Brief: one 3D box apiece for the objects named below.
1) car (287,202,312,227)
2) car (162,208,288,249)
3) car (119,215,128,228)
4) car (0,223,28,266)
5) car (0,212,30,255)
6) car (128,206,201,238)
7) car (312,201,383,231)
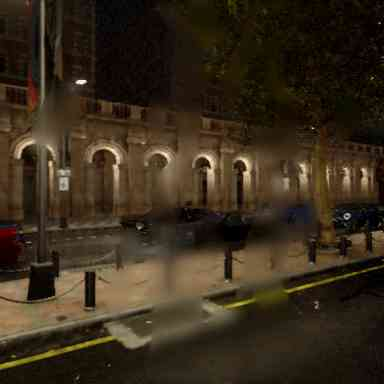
[{"bbox_3d":[7.902,1.519,23.619,5.008,1.535,1.882,0,0,-35],"label":"car"},{"bbox_3d":[1.620,1.568,14.868,5.357,1.411,2.033,0,0,-35],"label":"car"},{"bbox_3d":[-2.033,1.617,20.529,4.718,1.301,1.895,0,0,-36],"label":"car"},{"bbox_3d":[-7.233,1.477,8.643,5.008,1.535,1.882,0,0,-35],"label":"car"},{"bbox_3d":[-8.852,1.548,11.785,5.357,1.411,2.033,0,0,-35],"label":"car"},{"bbox_3d":[-0.588,1.525,17.588,4.892,1.490,1.837,0,0,-35],"label":"car"},{"bbox_3d":[9.959,1.393,20.787,4.553,1.767,2.097,0,0,-35],"label":"car"}]
